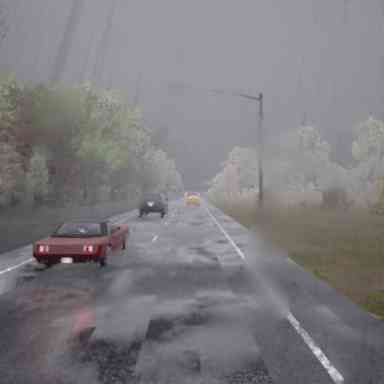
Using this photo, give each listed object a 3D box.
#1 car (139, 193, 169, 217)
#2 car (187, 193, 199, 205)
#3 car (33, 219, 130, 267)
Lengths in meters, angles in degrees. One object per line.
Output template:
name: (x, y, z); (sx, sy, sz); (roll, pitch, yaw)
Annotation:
car: (-3.393, 1.135, 30.035); (2.150, 2.045, 5.566); (0, 0, 0)
car: (0.114, 1.325, 53.322); (1.882, 1.535, 5.008); (0, 0, 0)
car: (-3.401, 1.568, 11.278); (1.895, 1.301, 4.718); (0, 0, 0)
